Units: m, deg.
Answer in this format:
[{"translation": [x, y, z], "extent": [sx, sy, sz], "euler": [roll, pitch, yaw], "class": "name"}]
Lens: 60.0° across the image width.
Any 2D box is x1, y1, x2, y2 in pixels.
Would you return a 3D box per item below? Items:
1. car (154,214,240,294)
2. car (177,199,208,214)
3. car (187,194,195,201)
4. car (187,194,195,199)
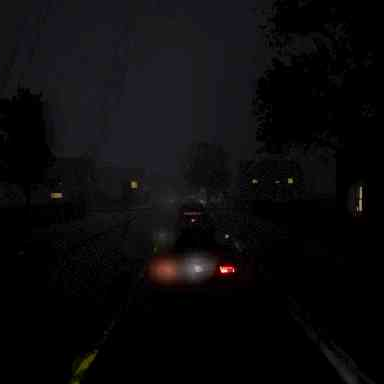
[{"translation": [0.085, 1.545, 8.920], "extent": [2.033, 1.411, 5.357], "euler": [0, 0, 0], "class": "car"}, {"translation": [0.054, 1.493, 22.236], "extent": [2.128, 1.511, 4.902], "euler": [0, 0, 0], "class": "car"}, {"translation": [-0.179, 1.418, 90.768], "extent": [2.097, 1.767, 4.553], "euler": [0, 0, 0], "class": "car"}, {"translation": [-0.159, 1.725, 80.780], "extent": [1.895, 1.301, 4.718], "euler": [0, 0, 0], "class": "car"}]
